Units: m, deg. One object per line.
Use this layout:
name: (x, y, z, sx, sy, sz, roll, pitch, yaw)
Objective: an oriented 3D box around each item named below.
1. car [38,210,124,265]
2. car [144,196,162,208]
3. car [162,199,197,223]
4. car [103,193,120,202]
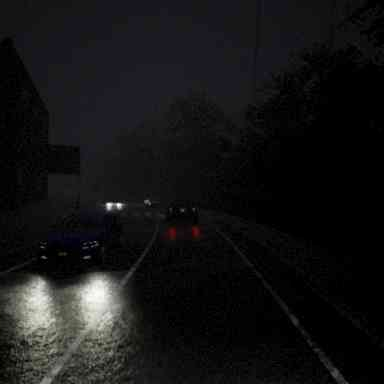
car: (-3.666, 1.455, 11.779, 1.882, 1.535, 5.008, 0, 0, -1)
car: (-4.841, 1.218, 42.372, 2.033, 1.411, 5.357, 1, 1, -18)
car: (-0.870, 1.264, 24.665, 2.097, 1.767, 4.553, 0, 0, -7)
car: (-12.542, 0.883, 51.833, 1.895, 1.301, 4.718, 1, 2, -25)
